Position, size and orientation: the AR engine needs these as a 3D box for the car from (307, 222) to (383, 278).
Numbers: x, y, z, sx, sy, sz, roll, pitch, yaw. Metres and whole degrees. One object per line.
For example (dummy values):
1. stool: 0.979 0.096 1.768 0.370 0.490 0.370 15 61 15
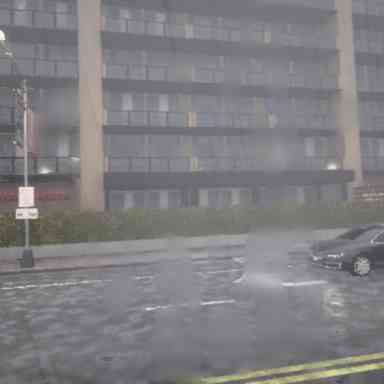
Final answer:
1. car: 6.247 1.802 11.069 4.892 1.490 1.837 -1 -2 -13
